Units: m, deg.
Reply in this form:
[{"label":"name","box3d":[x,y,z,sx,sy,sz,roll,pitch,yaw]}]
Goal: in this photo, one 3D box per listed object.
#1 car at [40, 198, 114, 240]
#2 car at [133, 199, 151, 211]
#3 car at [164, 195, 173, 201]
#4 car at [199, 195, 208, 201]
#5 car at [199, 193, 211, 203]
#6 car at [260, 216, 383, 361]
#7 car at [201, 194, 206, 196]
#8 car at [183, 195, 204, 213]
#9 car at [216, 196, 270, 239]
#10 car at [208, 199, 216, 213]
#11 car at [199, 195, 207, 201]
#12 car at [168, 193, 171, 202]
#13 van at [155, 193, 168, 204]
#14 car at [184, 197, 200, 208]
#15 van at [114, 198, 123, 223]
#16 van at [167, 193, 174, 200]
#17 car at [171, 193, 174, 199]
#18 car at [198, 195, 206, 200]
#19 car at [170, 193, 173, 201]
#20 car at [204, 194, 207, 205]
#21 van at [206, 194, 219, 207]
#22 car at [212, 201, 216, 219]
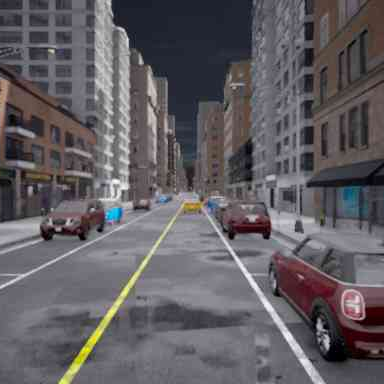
[{"label":"car","box3d":[-5.856,1.313,17.092,2.192,1.841,5.009,0,0,0]},{"label":"car","box3d":[-5.854,1.519,39.436,1.887,1.381,4.507,0,0,0]},{"label":"car","box3d":[-5.852,1.433,84.125,1.887,1.381,4.507,0,0,0]},{"label":"car","box3d":[2.673,1.467,78.542,1.947,1.339,4.313,0,0,0]},{"label":"car","box3d":[2.673,1.239,67.371,2.192,1.841,5.009,0,0,0]},{"label":"car","box3d":[2.669,1.441,5.936,1.967,1.590,4.097,0,0,0]},{"label":"car","box3d":[3.115,1.299,55.729,2.097,1.767,4.553,0,0,0]},{"label":"car","box3d":[0.050,1.457,36.510,1.882,1.535,5.008,0,0,0]},{"label":"car","box3d":[2.670,1.314,17.106,2.192,1.841,5.009,0,0,0]},{"label":"car","box3d":[2.671,1.541,28.277,2.008,1.369,4.403,0,0,0]},{"label":"car","box3d":[2.673,1.455,84.127,1.947,1.339,4.313,0,0,0]},{"label":"car","box3d":[-5.853,1.489,67.366,1.947,1.339,4.313,0,0,0]},{"label":"van","box3d":[-5.853,1.275,61.780,1.690,1.788,3.998,0,0,0]},{"label":"car","box3d":[0.007,1.508,47.498,2.033,1.411,5.357,0,0,0]},{"label":"van","box3d":[-5.855,1.336,22.677,1.690,1.788,3.998,0,0,0]},{"label":"van","box3d":[-5.851,1.218,89.710,1.690,1.788,3.998,0,0,0]},{"label":"car","box3d":[-5.852,1.215,78.537,2.192,1.841,5.009,0,0,0]},{"label":"car","box3d":[2.673,1.459,89.712,1.802,1.307,4.206,0,0,0]},{"label":"car","box3d":[-5.853,1.478,72.953,1.947,1.339,4.313,0,0,0]},{"label":"car","box3d":[3.147,1.463,48.759,1.837,1.490,4.892,0,0,0]},{"label":"van","box3d":[2.671,1.324,33.862,1.690,1.788,3.998,0,0,0]},{"label":"car","box3d":[2.670,1.561,22.691,1.947,1.339,4.313,0,0,0]}]
